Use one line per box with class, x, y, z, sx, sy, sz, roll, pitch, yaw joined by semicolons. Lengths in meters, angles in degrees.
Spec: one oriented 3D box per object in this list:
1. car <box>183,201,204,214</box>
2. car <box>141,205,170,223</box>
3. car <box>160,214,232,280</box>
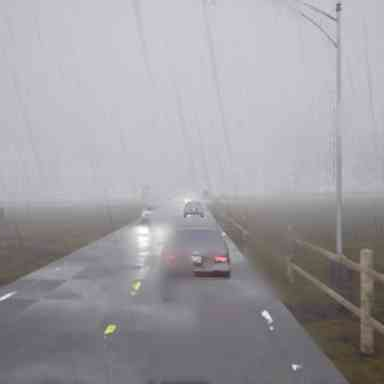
car;0.149;1.584;31.495;2.033;1.411;5.357;0;0;0
car;-2.806;1.678;26.174;1.895;1.301;4.718;0;0;0
car;0.101;1.631;10.218;2.033;1.411;5.357;0;0;0
